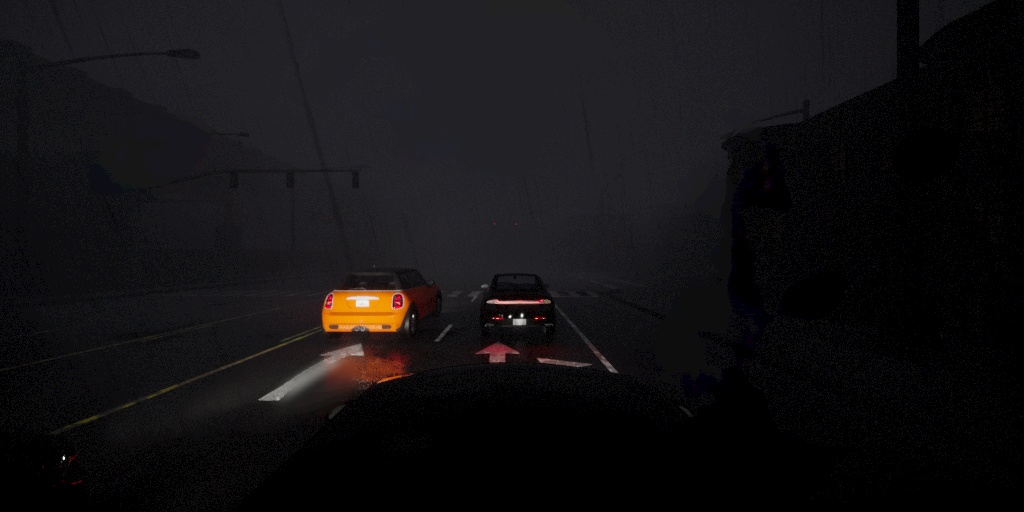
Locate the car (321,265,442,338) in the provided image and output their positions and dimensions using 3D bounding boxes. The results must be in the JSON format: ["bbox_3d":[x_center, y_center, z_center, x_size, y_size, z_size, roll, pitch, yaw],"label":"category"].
[{"bbox_3d":[-3.405,1.102,10.286,2.097,1.767,4.553,0,0,0],"label":"car"}]

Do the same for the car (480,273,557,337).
[{"bbox_3d":[0.104,1.242,10.332,2.128,1.511,4.902,0,0,-1],"label":"car"}]
